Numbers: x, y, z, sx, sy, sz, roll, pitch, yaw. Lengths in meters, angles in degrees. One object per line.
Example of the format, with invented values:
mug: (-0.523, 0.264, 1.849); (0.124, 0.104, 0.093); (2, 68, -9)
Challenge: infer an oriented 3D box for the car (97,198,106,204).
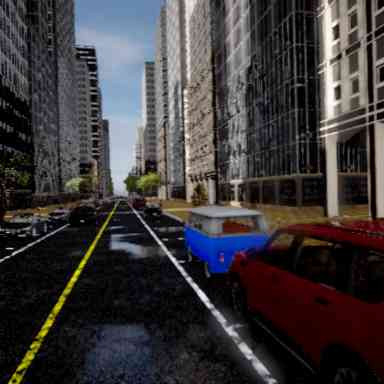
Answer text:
car: (-24.853, 2.511, 91.638); (1.967, 1.590, 4.097); (-2, 0, -12)

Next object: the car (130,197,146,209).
car: (-8.489, 1.767, 54.425); (2.192, 1.841, 5.009); (-2, 0, -12)

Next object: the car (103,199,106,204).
car: (-22.514, 2.514, 80.513); (2.008, 1.369, 4.403); (-2, 0, -12)

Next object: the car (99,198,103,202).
car: (-20.180, 2.421, 69.389); (1.947, 1.339, 4.313); (-2, 0, -12)

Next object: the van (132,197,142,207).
van: (-10.823, 1.903, 65.550); (1.690, 1.788, 3.998); (-2, 0, -12)

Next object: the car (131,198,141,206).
car: (-11.986, 2.056, 71.112); (1.967, 1.590, 4.097); (-2, 0, -12)

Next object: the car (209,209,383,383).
car: (2.016, 1.271, 4.365); (2.192, 1.841, 5.009); (-2, 0, -12)

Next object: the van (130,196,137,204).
van: (-15.492, 2.119, 87.798); (1.690, 1.788, 3.998); (-2, 0, -12)

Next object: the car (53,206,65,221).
car: (-12.009, 2.022, 30.453); (2.008, 1.369, 4.403); (-2, 0, -12)

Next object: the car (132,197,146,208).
car: (-9.657, 1.822, 59.988); (2.192, 1.841, 5.009); (-2, 0, -12)

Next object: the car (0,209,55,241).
car: (-9.674, 1.912, 19.329); (2.008, 1.369, 4.403); (-2, 0, -12)

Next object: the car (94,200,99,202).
car: (-17.811, 2.269, 58.098); (1.752, 1.417, 4.829); (-2, 0, -12)

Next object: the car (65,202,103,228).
car: (-8.332, 1.823, 26.050); (1.882, 1.535, 5.008); (-2, 0, -12)

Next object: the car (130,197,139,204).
car: (-14.321, 2.164, 82.236); (1.967, 1.590, 4.097); (-2, 0, -12)

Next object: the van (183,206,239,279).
van: (0.850, 1.352, 9.927); (1.690, 1.788, 3.998); (-2, 0, -12)

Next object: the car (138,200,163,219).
car: (-3.810, 1.783, 32.176); (2.008, 1.369, 4.403); (-2, 0, -12)
